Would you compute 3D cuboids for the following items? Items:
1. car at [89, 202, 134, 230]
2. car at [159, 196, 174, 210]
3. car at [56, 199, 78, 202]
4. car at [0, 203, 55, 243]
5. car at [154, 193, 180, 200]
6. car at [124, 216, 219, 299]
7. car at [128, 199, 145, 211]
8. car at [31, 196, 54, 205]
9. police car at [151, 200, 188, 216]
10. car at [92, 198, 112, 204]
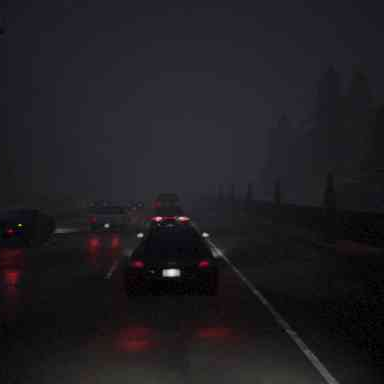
[{"bbox_3d":[-4.909,1.536,20.570,1.895,1.301,4.718,0,0,-5],"label":"car"},{"bbox_3d":[-3.353,1.320,42.830,1.801,1.575,5.366,0,0,-5],"label":"car"},{"bbox_3d":[-18.184,1.198,49.570,2.097,1.767,4.553,0,0,-5],"label":"car"},{"bbox_3d":[-8.011,1.477,15.681,1.812,1.442,4.674,0,0,-5],"label":"car"},{"bbox_3d":[-2.245,1.125,30.263,2.150,2.045,5.566,0,0,-5],"label":"car"},{"bbox_3d":[-0.482,1.536,8.464,1.994,1.385,4.181,0,0,-2],"label":"car"},{"bbox_3d":[-6.496,1.479,38.640,1.895,1.301,4.718,0,0,-5],"label":"car"},{"bbox_3d":[-25.886,1.370,57.808,2.033,1.411,5.357,0,0,-4],"label":"car"},{"bbox_3d":[-1.204,1.444,18.055,2.038,1.542,4.974,0,0,-5],"label":"police car"},{"bbox_3d":[-9.794,1.412,36.197,1.812,1.442,4.674,0,0,-5],"label":"car"}]
